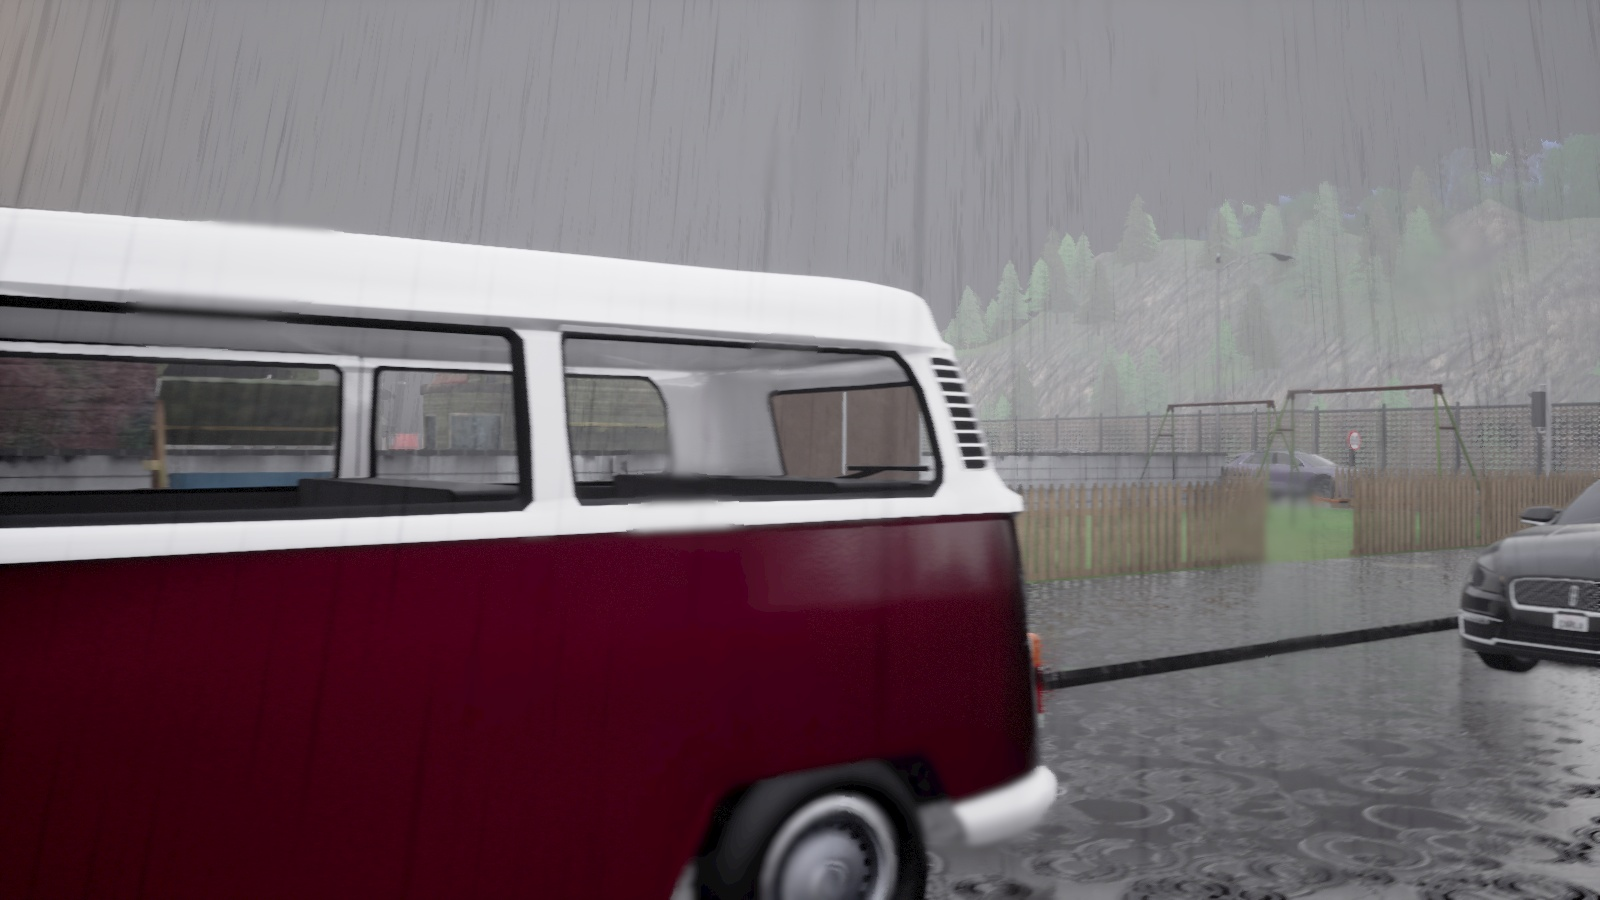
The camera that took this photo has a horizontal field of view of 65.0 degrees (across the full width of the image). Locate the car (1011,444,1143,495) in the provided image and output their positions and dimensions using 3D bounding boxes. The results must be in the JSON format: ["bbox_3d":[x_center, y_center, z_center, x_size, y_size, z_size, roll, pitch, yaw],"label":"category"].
[{"bbox_3d":[10.213,0.696,46.627,2.097,1.767,4.553,0,0,-35],"label":"car"}]

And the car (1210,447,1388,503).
[{"bbox_3d":[15.447,0.738,39.121,2.033,1.649,4.856,0,0,-35],"label":"car"}]

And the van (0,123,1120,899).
[{"bbox_3d":[-1.497,0.479,3.229,4.480,2.038,2.069,0,0,-35],"label":"van"}]

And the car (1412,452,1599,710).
[{"bbox_3d":[6.516,0.758,8.815,4.892,1.490,1.837,0,0,-35],"label":"car"}]
